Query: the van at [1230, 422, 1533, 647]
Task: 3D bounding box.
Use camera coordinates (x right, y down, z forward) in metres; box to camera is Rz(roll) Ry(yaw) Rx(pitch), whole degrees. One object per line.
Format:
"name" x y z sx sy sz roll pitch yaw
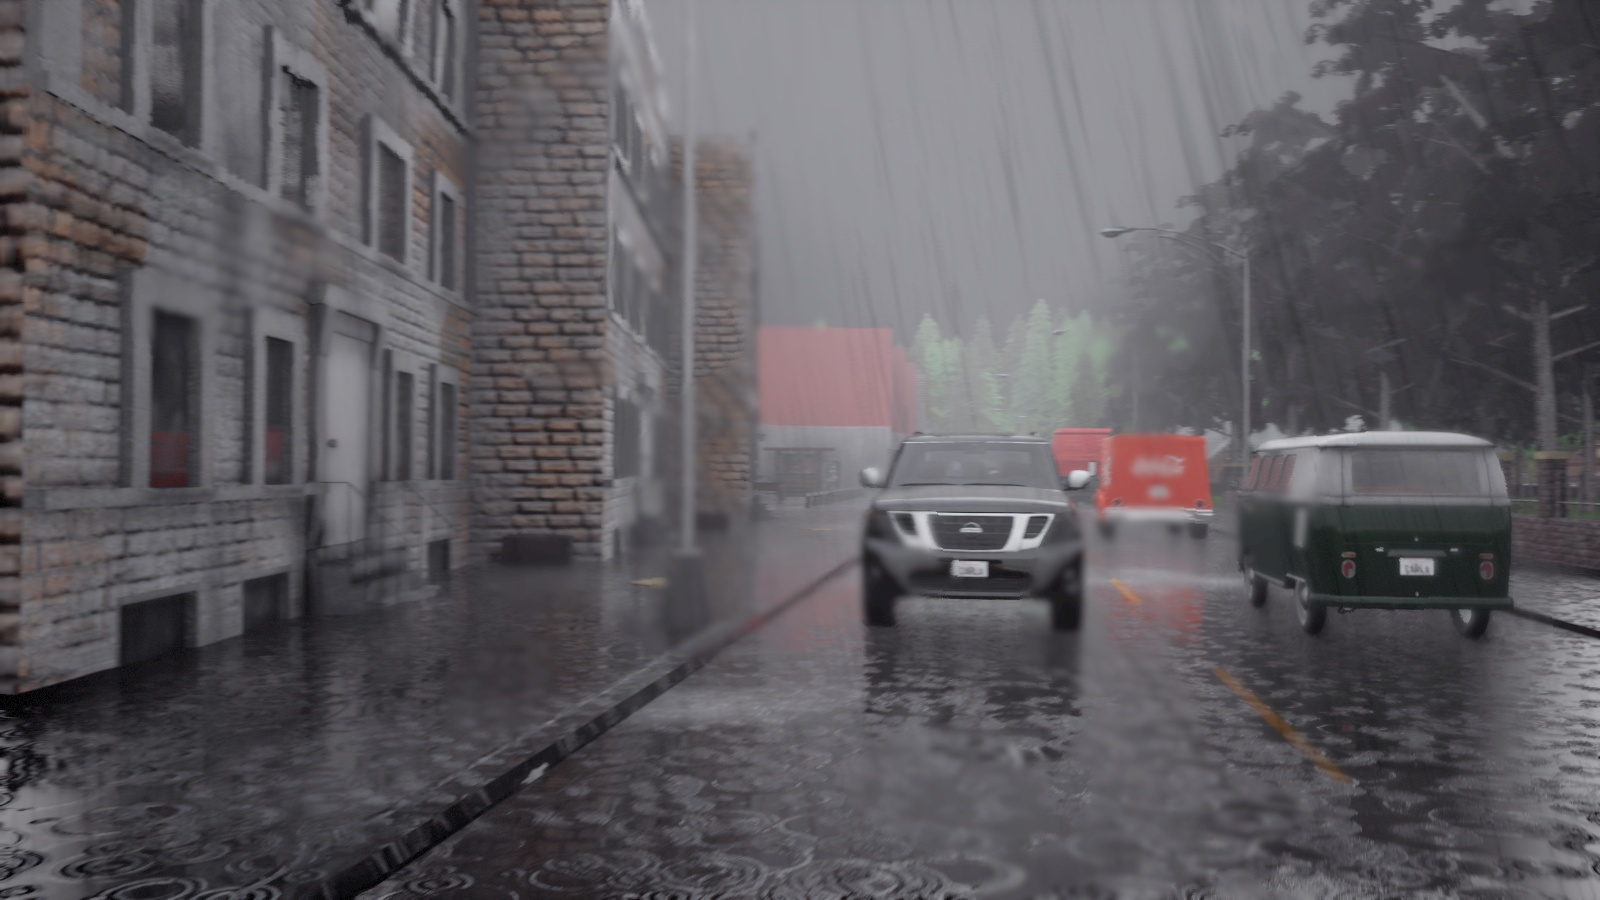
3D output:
"van" 5.950 0.785 13.455 1.775 1.987 4.442 0 -1 9

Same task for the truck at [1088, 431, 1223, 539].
"truck" 8.747 0.844 31.404 2.627 2.467 5.204 0 -1 9

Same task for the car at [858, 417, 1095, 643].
"car" 2.029 0.770 14.264 2.150 2.045 5.566 0 -1 9

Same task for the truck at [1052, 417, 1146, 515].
"truck" 11.448 0.637 48.729 2.891 3.462 7.936 0 -1 9
